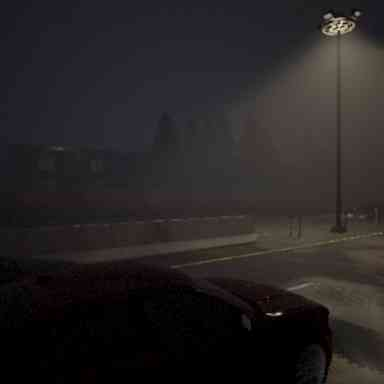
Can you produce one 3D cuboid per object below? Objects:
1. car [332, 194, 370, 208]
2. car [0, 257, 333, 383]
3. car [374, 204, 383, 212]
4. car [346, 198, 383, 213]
[{"bbox_3d":[19.231,1.059,40.059,4.902,1.511,2.128,0,0,-37],"label":"car"},{"bbox_3d":[-0.586,1.475,3.331,5.008,1.535,1.882,0,0,-36],"label":"car"},{"bbox_3d":[11.419,1.452,16.541,4.902,1.511,2.128,0,0,-37],"label":"car"},{"bbox_3d":[18.511,1.418,35.190,4.902,1.511,2.128,0,0,-36],"label":"car"}]
